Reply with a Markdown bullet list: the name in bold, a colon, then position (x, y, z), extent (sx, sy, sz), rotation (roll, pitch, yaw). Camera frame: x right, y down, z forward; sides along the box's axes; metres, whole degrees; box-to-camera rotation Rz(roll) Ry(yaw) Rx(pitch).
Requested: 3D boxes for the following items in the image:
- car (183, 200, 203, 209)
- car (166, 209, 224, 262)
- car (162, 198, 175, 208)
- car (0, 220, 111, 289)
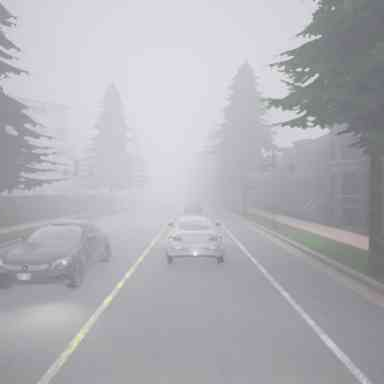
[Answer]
- **car**: position (0.101, 1.596, 34.385), extent (2.128, 1.511, 4.902), rotation (0, 0, 0)
- **car**: position (0.090, 1.563, 12.093), extent (1.812, 1.442, 4.674), rotation (0, 0, 0)
- **car**: position (-3.717, 1.637, 52.432), extent (1.882, 1.535, 5.008), rotation (0, -1, -2)
- **car**: position (-3.587, 1.555, 9.424), extent (1.812, 1.442, 4.674), rotation (0, 0, 0)
